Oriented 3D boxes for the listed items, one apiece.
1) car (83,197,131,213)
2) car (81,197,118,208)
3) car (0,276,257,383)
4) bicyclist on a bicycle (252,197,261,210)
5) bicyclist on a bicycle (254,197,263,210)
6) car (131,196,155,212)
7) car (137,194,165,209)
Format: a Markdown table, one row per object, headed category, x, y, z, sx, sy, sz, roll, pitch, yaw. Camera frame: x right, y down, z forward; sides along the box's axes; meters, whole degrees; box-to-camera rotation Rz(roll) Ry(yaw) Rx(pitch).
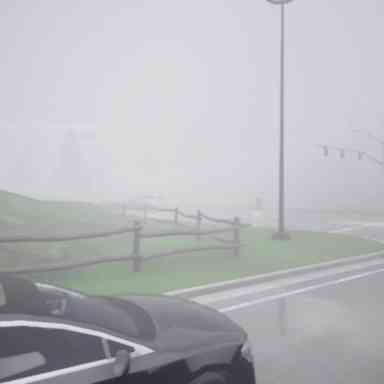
| category | x | y | z | sx | sy | sz | roll | pitch | yaw |
| --- | --- | --- | --- | --- | --- | --- | --- | --- | --- |
| car | -9.600 | 1.576 | 37.139 | 4.674 | 1.442 | 1.812 | 0 | -1 | 22 |
| car | -13.704 | 1.539 | 49.365 | 5.008 | 1.535 | 1.882 | 0 | 0 | 14 |
| car | -1.602 | 1.488 | 2.630 | 4.902 | 1.511 | 2.128 | 0 | 0 | -35 |
| bicyclist on a bicycle | 8.549 | 1.482 | 43.842 | 0.582 | 1.620 | 1.656 | 0 | 0 | 35 |
| bicyclist on a bicycle | 8.914 | 1.484 | 43.587 | 0.582 | 1.620 | 1.656 | 0 | 0 | 35 |
| car | -7.394 | 1.550 | 39.998 | 5.008 | 1.535 | 1.882 | 0 | -1 | 23 |
| car | -6.235 | 1.312 | 43.376 | 5.566 | 2.045 | 2.150 | 1 | -1 | 22 |
